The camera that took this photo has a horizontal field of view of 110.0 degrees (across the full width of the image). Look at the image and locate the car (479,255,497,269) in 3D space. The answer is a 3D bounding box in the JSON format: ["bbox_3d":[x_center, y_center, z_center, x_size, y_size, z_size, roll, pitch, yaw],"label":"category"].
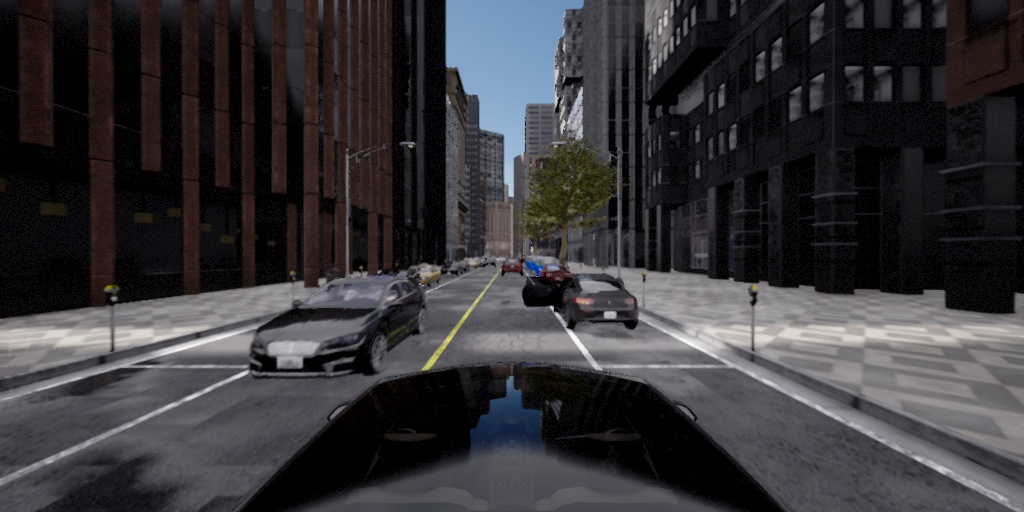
[{"bbox_3d":[-3.017,0.846,49.366,1.837,1.490,4.892,0,0,0],"label":"car"}]

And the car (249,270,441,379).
[{"bbox_3d":[-3.102,1.215,7.458,2.128,1.511,4.902,0,0,0],"label":"car"}]

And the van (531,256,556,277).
[{"bbox_3d":[2.753,0.966,29.294,1.690,1.789,3.998,0,0,0],"label":"van"}]

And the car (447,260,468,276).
[{"bbox_3d":[-5.774,1.167,34.902,1.948,1.339,4.313,0,0,0],"label":"car"}]

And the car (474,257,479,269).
[{"bbox_3d":[-5.781,1.056,51.588,1.751,1.417,4.829,0,0,0],"label":"car"}]

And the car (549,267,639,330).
[{"bbox_3d":[2.349,1.233,10.871,1.812,1.442,4.674,0,0,0],"label":"car"}]

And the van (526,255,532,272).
[{"bbox_3d":[2.749,0.918,40.530,1.690,1.789,3.998,0,0,0],"label":"van"}]

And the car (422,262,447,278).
[{"bbox_3d":[-5.770,1.176,23.494,1.751,1.417,4.829,0,0,0],"label":"car"}]

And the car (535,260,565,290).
[{"bbox_3d":[2.755,1.195,23.676,1.888,1.381,4.507,0,0,0],"label":"car"}]

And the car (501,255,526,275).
[{"bbox_3d":[0.041,0.949,35.794,2.097,1.767,4.553,0,0,0],"label":"car"}]

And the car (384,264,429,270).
[{"bbox_3d":[-5.768,1.241,18.045,1.948,1.339,4.313,0,0,0],"label":"car"}]

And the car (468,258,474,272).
[{"bbox_3d":[-5.777,1.143,40.520,1.948,1.339,4.313,0,0,0],"label":"car"}]
